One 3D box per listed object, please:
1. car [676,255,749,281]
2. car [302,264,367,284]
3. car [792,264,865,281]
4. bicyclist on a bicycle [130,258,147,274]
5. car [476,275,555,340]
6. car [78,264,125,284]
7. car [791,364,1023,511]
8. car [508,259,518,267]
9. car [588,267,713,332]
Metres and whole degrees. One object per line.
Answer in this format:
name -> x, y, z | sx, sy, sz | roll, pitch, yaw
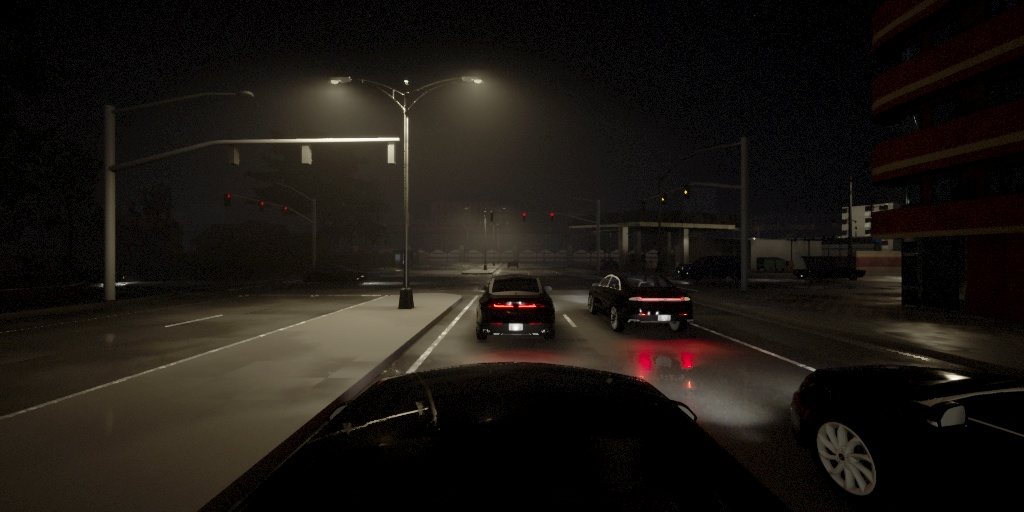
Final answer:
car -> 16.627, 0.972, 29.858 | 5.566, 2.045, 2.150 | 0, 0, -1
car -> -12.971, 1.314, 26.333 | 4.181, 1.385, 1.994 | 0, 0, 1
car -> 26.414, 1.351, 30.001 | 4.718, 1.301, 1.895 | 0, 0, -1
bicyclist on a bicycle -> -38.235, 1.053, 36.726 | 0.582, 1.620, 1.656 | 0, 0, 0
car -> 0.094, 1.255, 10.004 | 1.837, 1.490, 4.892 | 0, 0, 0
car -> -31.258, 1.313, 26.287 | 4.181, 1.385, 1.994 | 0, 0, 0
car -> 3.600, 1.255, 1.452 | 1.837, 1.490, 4.892 | 0, 0, 0
car -> 0.200, 1.241, 64.206 | 2.128, 1.511, 4.902 | 0, 0, 0
car -> 3.601, 1.242, 10.860 | 2.128, 1.511, 4.902 | 0, 0, 0
